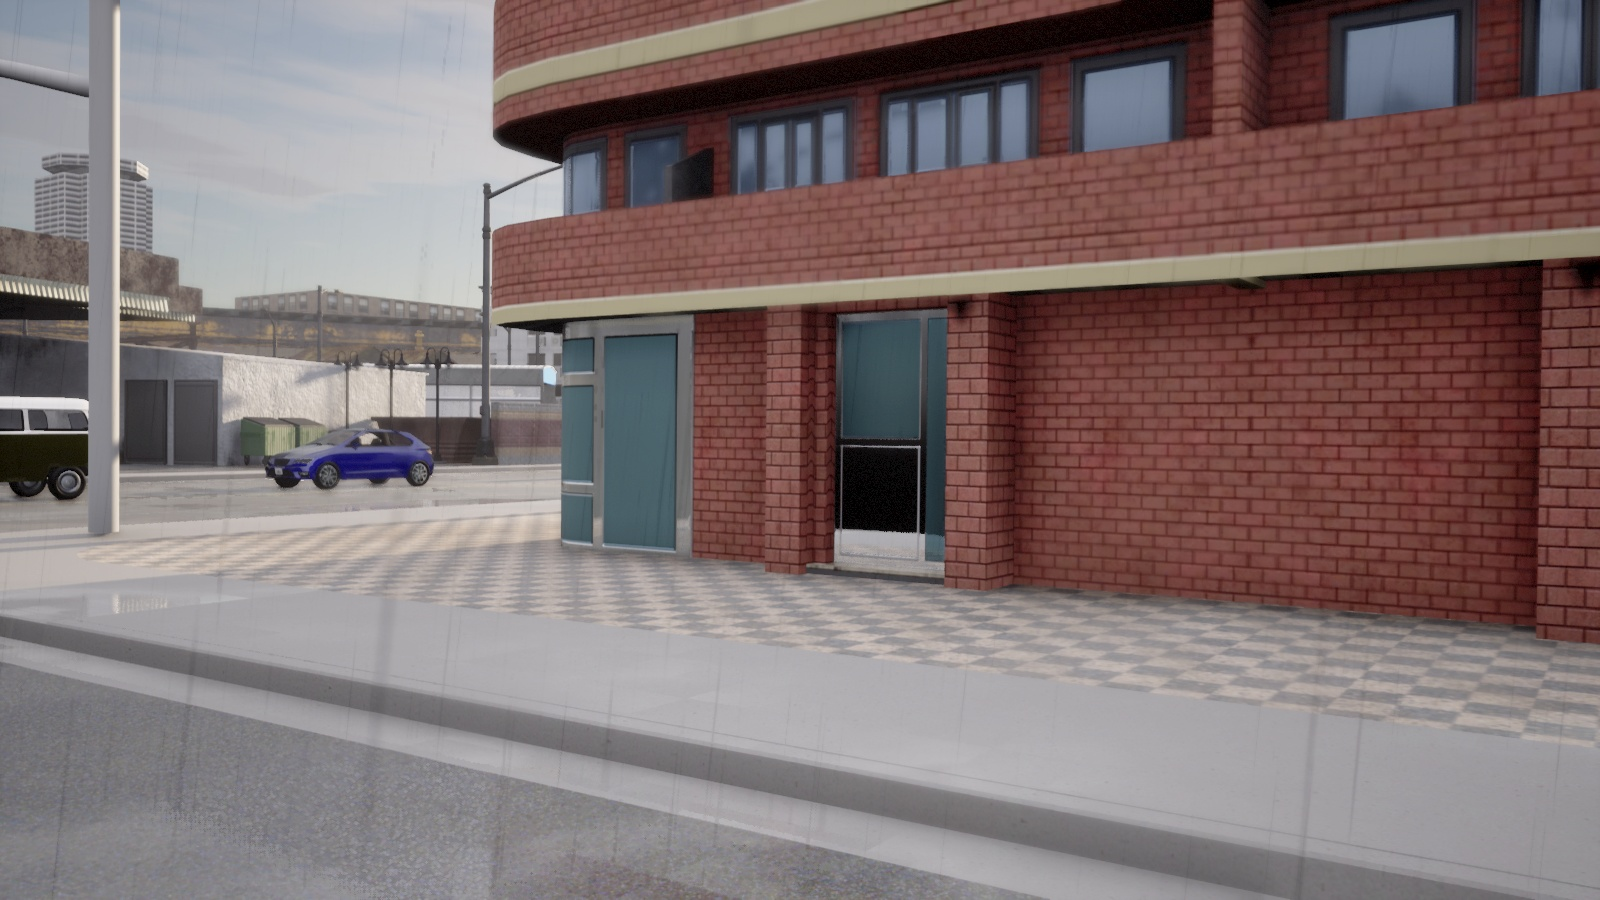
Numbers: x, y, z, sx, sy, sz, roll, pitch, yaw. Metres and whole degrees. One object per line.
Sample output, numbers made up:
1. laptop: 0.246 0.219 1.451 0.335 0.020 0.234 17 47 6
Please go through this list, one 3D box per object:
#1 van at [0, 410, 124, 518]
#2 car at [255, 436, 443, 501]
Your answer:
1. van: -15.885 0.258 24.286 2.069 2.038 4.480 0 1 32
2. car: -11.221 0.407 31.508 1.816 1.474 4.193 0 1 33
